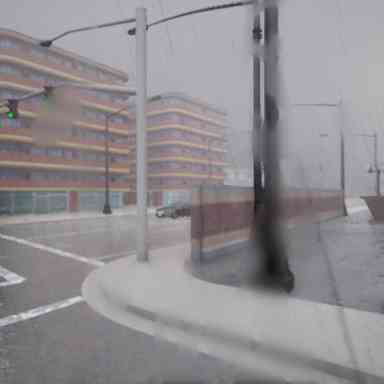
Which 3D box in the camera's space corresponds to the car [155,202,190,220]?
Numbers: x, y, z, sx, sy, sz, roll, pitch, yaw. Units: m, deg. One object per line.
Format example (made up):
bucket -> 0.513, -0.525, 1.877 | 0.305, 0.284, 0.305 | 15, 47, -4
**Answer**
car -> -1.260, 1.626, 29.739 | 2.128, 1.511, 4.902 | -1, 0, 35
